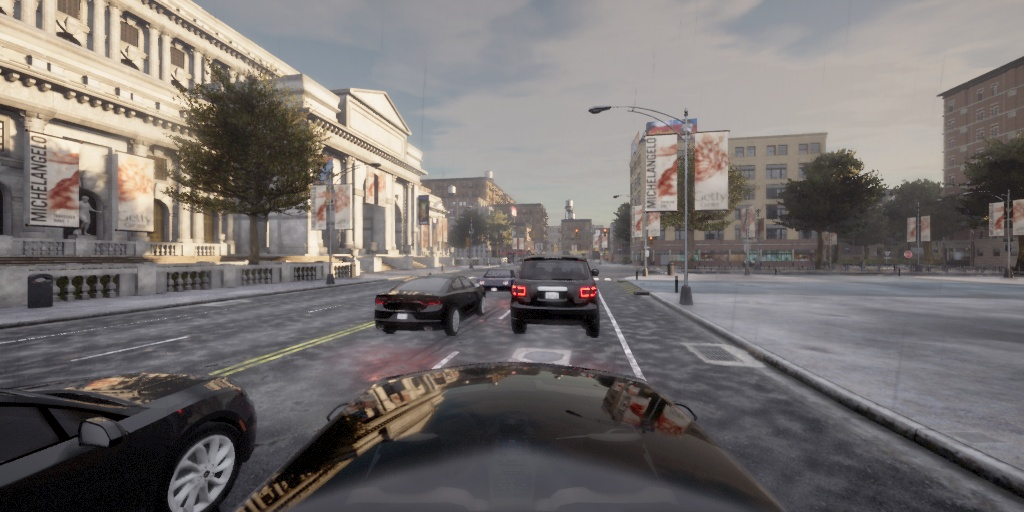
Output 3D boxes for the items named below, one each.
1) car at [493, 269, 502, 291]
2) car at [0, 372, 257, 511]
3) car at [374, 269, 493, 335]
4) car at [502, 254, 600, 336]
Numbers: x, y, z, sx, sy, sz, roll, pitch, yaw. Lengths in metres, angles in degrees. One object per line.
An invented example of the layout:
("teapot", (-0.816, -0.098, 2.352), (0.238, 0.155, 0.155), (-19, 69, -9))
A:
("car", (-0.458, 1.351, 19.751), (1.895, 1.301, 4.718), (0, 0, 11))
("car", (-3.204, 1.255, 1.235), (1.837, 1.490, 4.892), (0, 0, 0))
("car", (-2.114, 1.228, 10.629), (1.882, 1.535, 5.008), (0, 0, 9))
("car", (1.374, 0.971, 10.617), (2.150, 2.045, 5.566), (0, 0, 10))
